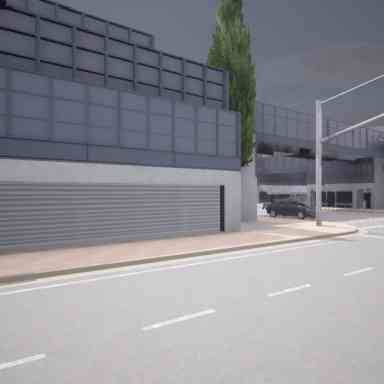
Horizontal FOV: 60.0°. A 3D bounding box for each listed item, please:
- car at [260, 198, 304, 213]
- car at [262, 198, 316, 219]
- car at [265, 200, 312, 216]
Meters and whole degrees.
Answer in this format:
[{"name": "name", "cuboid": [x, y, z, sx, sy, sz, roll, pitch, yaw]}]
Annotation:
[{"name": "car", "cuboid": [10.401, 1.505, 38.688, 1.837, 1.490, 4.892, 0, 0, -37]}, {"name": "car", "cuboid": [8.705, 1.505, 28.915, 1.837, 1.490, 4.892, 0, 0, -37]}, {"name": "car", "cuboid": [9.673, 1.564, 33.468, 1.994, 1.385, 4.181, 0, 0, -37]}]
